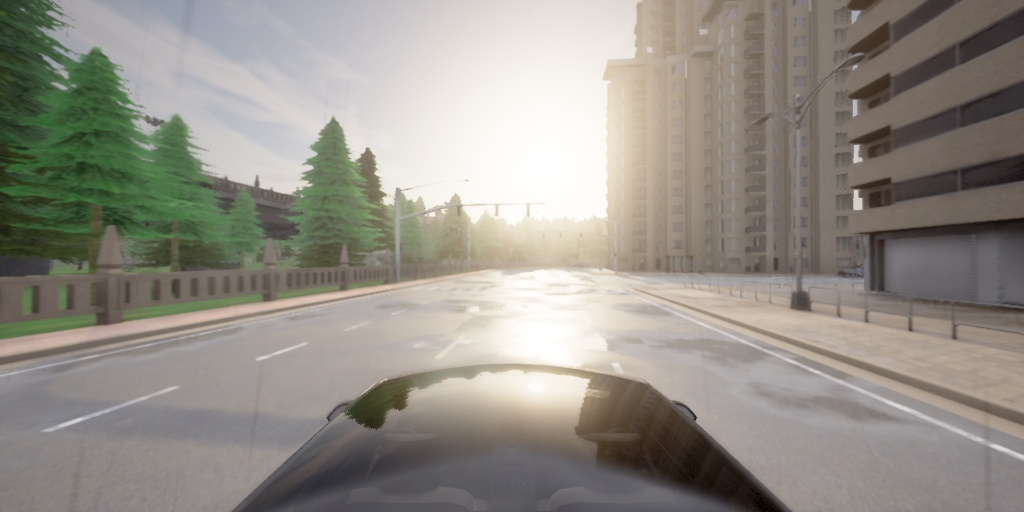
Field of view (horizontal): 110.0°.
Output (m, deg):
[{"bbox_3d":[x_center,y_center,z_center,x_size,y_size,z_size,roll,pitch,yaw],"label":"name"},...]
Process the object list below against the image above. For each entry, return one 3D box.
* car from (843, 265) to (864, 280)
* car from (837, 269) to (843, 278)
[{"bbox_3d":[39.653,1.884,38.831,5.008,1.535,1.882,0,-1,6],"label":"car"},{"bbox_3d":[41.159,1.807,42.195,4.553,1.767,2.097,0,-1,6],"label":"car"}]
